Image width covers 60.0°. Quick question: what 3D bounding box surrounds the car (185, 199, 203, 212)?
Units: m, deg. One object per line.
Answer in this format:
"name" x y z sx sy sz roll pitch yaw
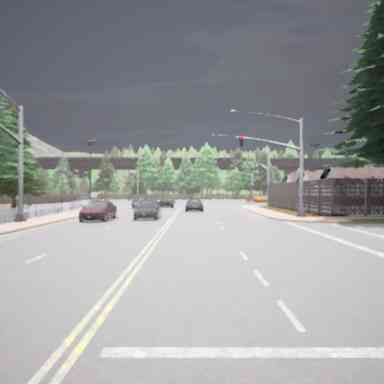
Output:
"car" 0.268 1.467 37.435 1.994 1.385 4.181 0 0 0

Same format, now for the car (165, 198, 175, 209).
"car" -3.302 1.494 44.193 1.895 1.301 4.718 0 0 0

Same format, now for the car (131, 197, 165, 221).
"car" -3.475 1.437 26.607 1.837 1.490 4.892 0 0 0

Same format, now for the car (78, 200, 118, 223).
"car" -6.984 1.412 25.135 1.882 1.535 5.008 0 0 0
